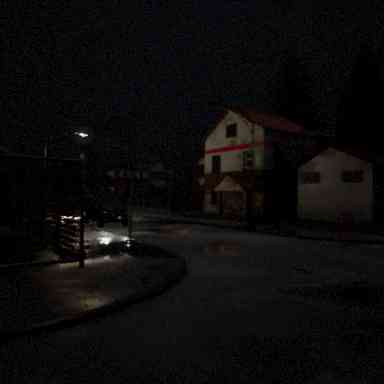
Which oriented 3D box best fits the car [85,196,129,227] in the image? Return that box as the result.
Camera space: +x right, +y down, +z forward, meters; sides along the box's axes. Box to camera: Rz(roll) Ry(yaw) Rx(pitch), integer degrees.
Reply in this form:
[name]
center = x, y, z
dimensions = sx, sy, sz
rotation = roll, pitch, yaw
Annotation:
[car]
center = -6.414, 1.341, 24.427
dimensions = 2.150, 2.045, 5.566
rotation = 1, -1, -35
